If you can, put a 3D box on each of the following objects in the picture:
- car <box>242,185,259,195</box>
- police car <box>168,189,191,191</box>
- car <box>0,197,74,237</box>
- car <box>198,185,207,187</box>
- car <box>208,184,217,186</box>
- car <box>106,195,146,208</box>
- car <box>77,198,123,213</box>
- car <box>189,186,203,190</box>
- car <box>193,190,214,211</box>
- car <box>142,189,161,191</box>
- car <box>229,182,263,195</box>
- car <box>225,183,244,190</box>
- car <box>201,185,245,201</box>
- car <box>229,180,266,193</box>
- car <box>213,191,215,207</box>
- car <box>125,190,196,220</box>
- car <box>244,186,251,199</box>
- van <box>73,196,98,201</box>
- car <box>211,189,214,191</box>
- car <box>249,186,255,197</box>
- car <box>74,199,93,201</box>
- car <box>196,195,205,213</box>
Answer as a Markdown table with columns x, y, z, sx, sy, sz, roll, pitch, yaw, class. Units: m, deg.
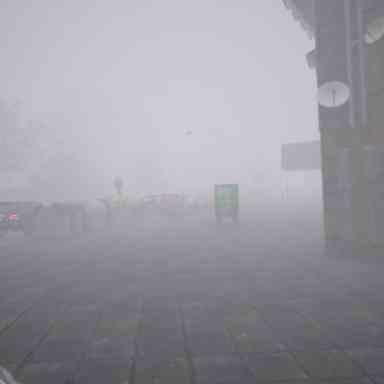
| x | y | z | sx | sy | sz | roll | pitch | yaw | class |
| --- | --- | --- | --- | --- | --- | --- | --- | --- | --- |
| 7.485 | 0.155 | 51.700 | 4.674 | 1.452 | 2.002 | -2 | 2 | 23 | car |
| -2.097 | 0.977 | 40.941 | 1.930 | 1.638 | 5.238 | -2 | 2 | 23 | police car |
| -10.112 | 1.585 | 20.962 | 2.150 | 2.045 | 5.566 | -3 | 0 | 10 | car |
| -0.096 | -0.066 | 65.386 | 4.553 | 1.767 | 2.185 | -2 | 2 | 23 | car |
| 2.096 | -0.495 | 70.508 | 5.566 | 2.045 | 2.435 | -2 | 2 | 23 | car |
| -8.887 | 1.282 | 44.746 | 4.892 | 1.521 | 2.231 | -2 | 2 | 23 | car |
| -11.044 | 1.580 | 39.739 | 4.892 | 1.521 | 2.231 | -2 | 2 | 23 | car |
| -1.129 | 0.239 | 62.801 | 4.792 | 1.488 | 2.163 | -2 | 2 | 23 | car |
| -0.684 | 1.112 | 32.707 | 4.553 | 1.767 | 2.185 | -2 | 2 | 23 | car |
| -5.538 | 0.567 | 52.536 | 5.566 | 2.045 | 2.435 | -2 | 2 | 23 | car |
| 8.605 | -0.169 | 54.403 | 4.553 | 1.767 | 2.185 | -2 | 2 | 23 | car |
| 12.023 | -1.612 | 93.583 | 4.892 | 1.521 | 2.231 | -2 | 2 | 23 | car |
| 3.994 | 0.475 | 43.475 | 4.553 | 1.767 | 2.185 | -2 | 2 | 23 | car |
| 9.758 | -0.450 | 56.957 | 5.566 | 2.045 | 2.435 | -2 | 2 | 23 | car |
| 0.337 | 1.085 | 35.473 | 5.366 | 1.575 | 1.946 | -2 | 2 | 23 | car |
| -2.961 | 1.230 | 27.401 | 5.566 | 2.045 | 2.435 | -2 | 1 | 23 | car |
| 5.155 | 0.470 | 46.178 | 4.792 | 1.488 | 2.163 | -2 | 2 | 23 | car |
| -12.042 | 1.495 | 37.119 | 4.442 | 1.987 | 1.878 | -2 | 2 | 23 | van |
| 1.832 | 0.911 | 38.025 | 5.366 | 1.575 | 1.946 | -2 | 2 | 23 | car |
| 6.281 | 0.321 | 48.889 | 4.674 | 1.452 | 2.002 | -2 | 2 | 23 | car |
| -13.236 | 1.851 | 34.591 | 4.892 | 1.521 | 2.231 | -2 | 1 | 23 | car |
| -1.758 | 1.367 | 30.098 | 5.008 | 1.535 | 2.097 | -2 | 2 | 23 | car |
